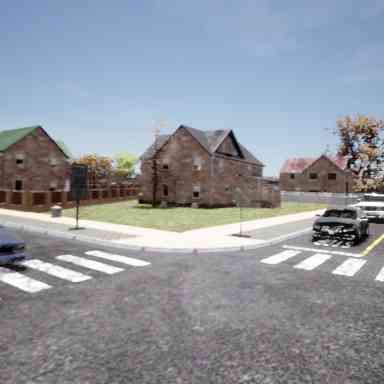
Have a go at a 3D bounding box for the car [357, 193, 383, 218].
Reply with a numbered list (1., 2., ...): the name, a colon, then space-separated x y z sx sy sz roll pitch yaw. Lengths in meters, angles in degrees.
1. car: 14.072 1.144 25.310 2.150 2.045 5.566 2 1 37

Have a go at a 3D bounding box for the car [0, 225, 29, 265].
1. car: -6.660 1.126 9.082 5.357 1.411 2.033 3 0 35

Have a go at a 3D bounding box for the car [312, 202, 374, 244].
1. car: 7.058 1.419 15.562 1.837 1.490 4.892 2 1 34
